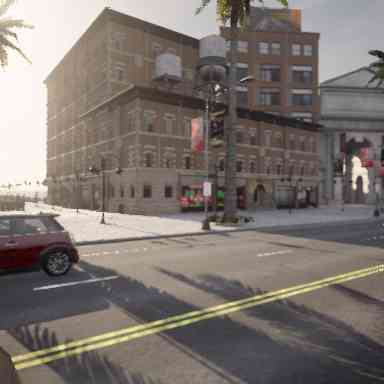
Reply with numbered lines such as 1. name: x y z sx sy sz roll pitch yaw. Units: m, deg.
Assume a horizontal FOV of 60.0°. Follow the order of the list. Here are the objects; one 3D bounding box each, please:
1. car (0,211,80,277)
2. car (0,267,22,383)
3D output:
1. car: -5.439 1.355 8.703 4.553 1.767 2.097 0 0 -35
2. car: -3.517 1.533 1.227 5.357 1.411 2.033 0 0 -36
